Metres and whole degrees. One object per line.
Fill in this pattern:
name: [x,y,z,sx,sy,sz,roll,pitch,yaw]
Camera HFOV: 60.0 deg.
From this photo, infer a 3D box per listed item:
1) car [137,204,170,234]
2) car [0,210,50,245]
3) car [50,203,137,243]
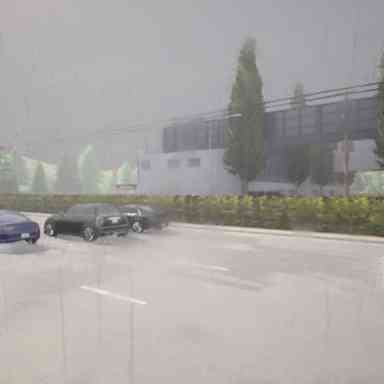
car: [-3.510,1.489,19.354,4.892,1.490,1.837,1,0,36]
car: [-8.296,1.508,14.178,4.674,1.442,1.812,0,0,36]
car: [-5.205,1.334,16.261,4.553,1.767,2.097,0,0,36]
